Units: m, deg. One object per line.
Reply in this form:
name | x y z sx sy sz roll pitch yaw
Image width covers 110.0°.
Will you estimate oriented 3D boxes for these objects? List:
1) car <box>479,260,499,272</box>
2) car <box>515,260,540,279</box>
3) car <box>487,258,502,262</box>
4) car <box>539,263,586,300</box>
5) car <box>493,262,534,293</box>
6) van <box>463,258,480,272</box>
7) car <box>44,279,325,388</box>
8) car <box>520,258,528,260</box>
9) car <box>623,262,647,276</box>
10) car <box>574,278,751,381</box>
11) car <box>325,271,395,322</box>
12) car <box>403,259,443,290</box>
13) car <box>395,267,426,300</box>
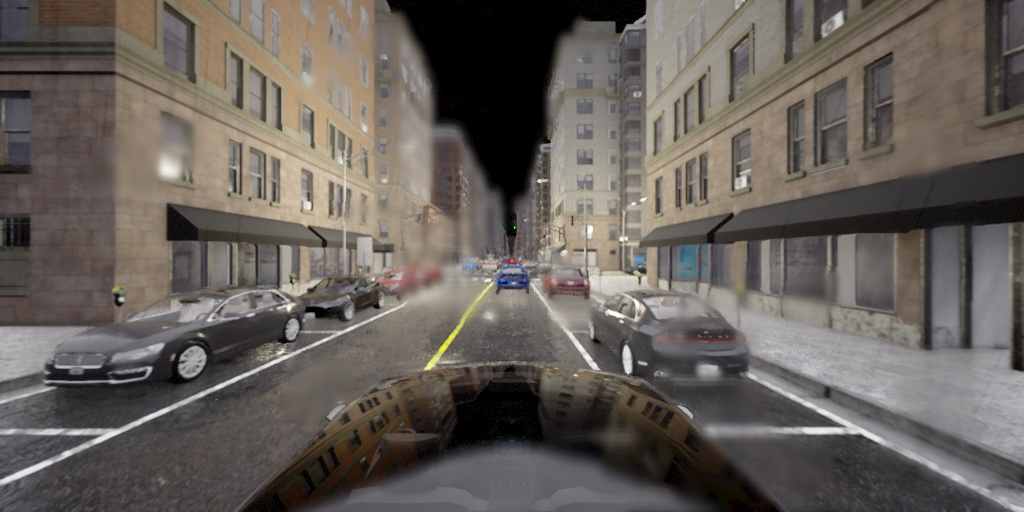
car | -3.100 1.534 49.657 1.895 1.301 4.718 0 0 -1
car | 2.871 1.364 33.427 2.128 1.511 4.902 -1 -1 43
car | -3.104 1.445 59.009 1.882 1.535 5.008 0 0 0
car | 2.662 1.254 18.085 1.967 1.591 4.097 0 0 0
car | 0.091 1.304 21.292 1.882 1.535 5.008 0 0 0
van | -5.878 1.277 50.527 1.690 1.789 3.998 0 0 0
car | -5.859 1.321 7.008 2.007 1.370 4.403 0 0 0
car | 2.643 1.503 61.916 1.751 1.417 4.829 0 0 0
car | 14.550 1.388 38.718 4.892 1.490 1.837 0 0 1
car | 2.667 1.321 7.035 2.007 1.370 4.403 0 0 0
car | -5.861 1.358 12.532 1.948 1.339 4.313 0 0 0
car | -5.866 1.150 23.579 2.192 1.841 5.009 0 0 0
car | -5.864 1.396 18.056 1.802 1.307 4.207 0 0 0
